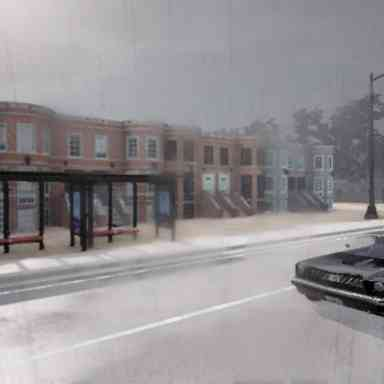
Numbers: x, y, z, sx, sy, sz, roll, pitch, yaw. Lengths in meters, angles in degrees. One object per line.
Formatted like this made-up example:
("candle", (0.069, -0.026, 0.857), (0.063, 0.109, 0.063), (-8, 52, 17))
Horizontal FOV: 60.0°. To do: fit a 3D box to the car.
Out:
("car", (4.253, 1.548, 7.023), (4.718, 1.301, 1.895), (-1, 0, -35))
